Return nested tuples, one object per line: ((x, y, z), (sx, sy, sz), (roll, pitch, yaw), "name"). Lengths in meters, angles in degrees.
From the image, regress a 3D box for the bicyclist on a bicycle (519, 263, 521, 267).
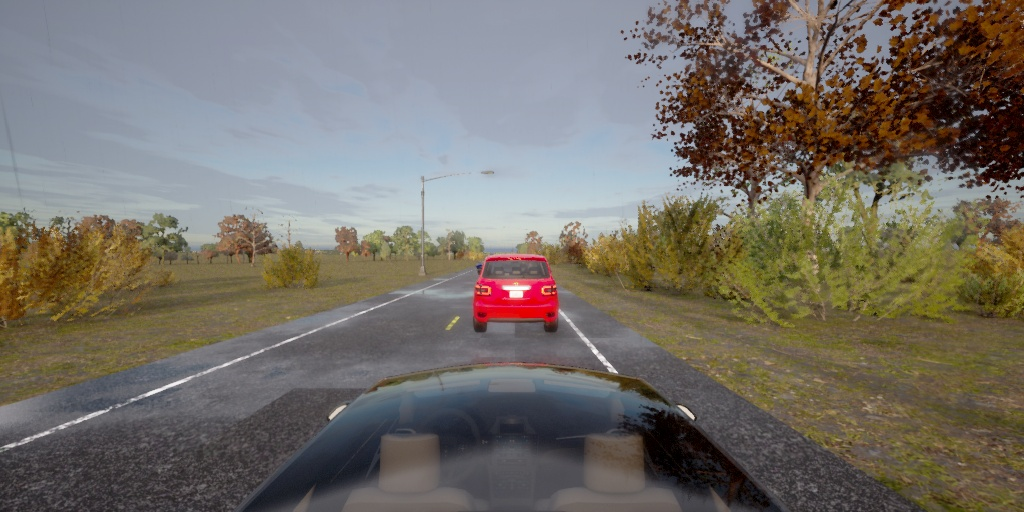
((0.891, 1.108, 28.634), (0.659, 1.776, 1.843), (0, 0, 0), "bicyclist on a bicycle")

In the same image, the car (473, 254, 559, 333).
((0.087, 0.967, 10.915), (2.150, 2.045, 5.566), (0, 0, 0), "car")

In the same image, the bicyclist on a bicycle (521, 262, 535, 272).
((0.935, 1.113, 18.621), (0.659, 1.776, 1.843), (0, 0, 0), "bicyclist on a bicycle")

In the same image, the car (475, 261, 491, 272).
((-3.815, 1.333, 47.847), (1.895, 1.301, 4.718), (0, 0, -1), "car")
